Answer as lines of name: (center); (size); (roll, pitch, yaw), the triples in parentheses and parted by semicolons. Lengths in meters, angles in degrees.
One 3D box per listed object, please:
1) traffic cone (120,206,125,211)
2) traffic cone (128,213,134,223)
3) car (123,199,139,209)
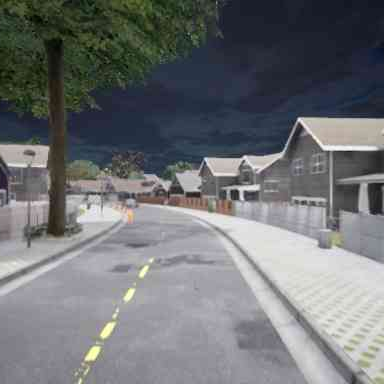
traffic cone: (-9.007, 2.221, 44.291); (0.340, 0.580, 0.340); (0, 0, -18)
traffic cone: (-4.711, 2.072, 25.261); (0.340, 0.580, 0.340); (0, -1, -7)
car: (-9.407, 1.808, 50.934); (1.812, 1.442, 4.674); (0, 0, -22)
